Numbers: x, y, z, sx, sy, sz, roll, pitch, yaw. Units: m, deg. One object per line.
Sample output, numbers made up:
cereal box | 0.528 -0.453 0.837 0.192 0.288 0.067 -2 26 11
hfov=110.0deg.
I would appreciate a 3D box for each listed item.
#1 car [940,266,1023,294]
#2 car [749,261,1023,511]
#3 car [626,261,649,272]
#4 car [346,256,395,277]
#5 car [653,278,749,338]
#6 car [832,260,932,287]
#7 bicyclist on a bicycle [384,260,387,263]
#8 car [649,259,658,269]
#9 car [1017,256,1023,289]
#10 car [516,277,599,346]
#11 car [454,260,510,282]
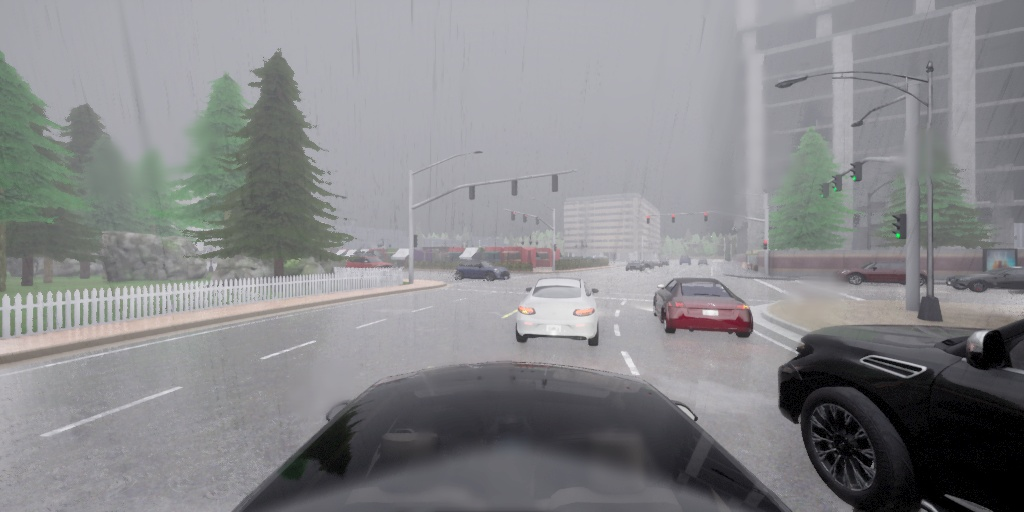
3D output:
car | 27.992 1.331 20.154 4.674 1.442 1.812 0 0 29
car | 3.737 0.971 1.179 2.150 2.045 5.566 0 0 0
car | 16.457 1.313 47.661 1.994 1.385 4.181 0 0 29
car | -14.186 1.030 35.805 5.566 2.045 2.150 0 0 30
car | 5.292 1.314 10.409 1.994 1.385 4.181 0 0 17
car | 25.903 1.157 25.387 4.553 1.767 2.097 0 0 29
bicyclist on a bicycle | -15.755 1.258 44.253 0.582 1.620 1.656 0 0 -23
car | 20.781 1.350 55.401 1.895 1.301 4.718 0 0 29
car | 34.242 1.027 20.660 5.566 2.045 2.150 0 0 30
car | 1.271 1.276 9.399 1.812 1.442 4.674 0 0 11
car | -2.423 1.147 29.137 4.553 1.767 2.097 0 0 30
